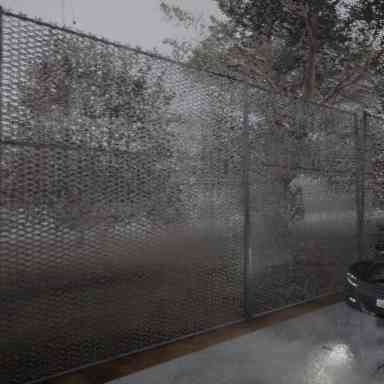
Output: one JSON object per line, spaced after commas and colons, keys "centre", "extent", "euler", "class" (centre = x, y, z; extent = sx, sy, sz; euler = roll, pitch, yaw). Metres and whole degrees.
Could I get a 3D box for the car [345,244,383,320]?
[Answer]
{"centre": [5.053, 1.494, 6.663], "extent": [5.008, 1.535, 1.882], "euler": [0, 0, -35], "class": "car"}
